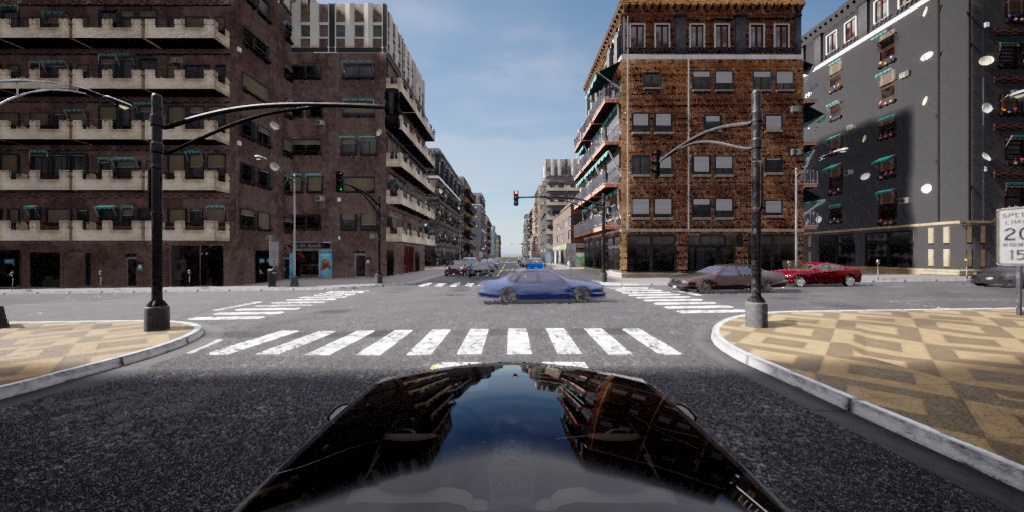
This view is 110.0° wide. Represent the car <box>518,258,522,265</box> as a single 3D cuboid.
[{"bbox_3d":[2.434,1.300,58.227,1.948,1.339,4.313,0,0,0],"label":"car"}]

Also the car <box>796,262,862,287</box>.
[{"bbox_3d":[17.555,1.033,20.814,4.507,1.381,1.888,0,0,0],"label":"car"}]

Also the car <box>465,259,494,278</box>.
[{"bbox_3d":[-2.921,1.248,33.172,1.837,1.490,4.892,0,0,0],"label":"car"}]

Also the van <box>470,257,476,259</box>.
[{"bbox_3d":[-5.517,1.079,47.046,1.690,1.789,3.998,0,0,0],"label":"van"}]

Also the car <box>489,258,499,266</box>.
[{"bbox_3d":[-2.951,1.287,43.073,2.033,1.411,5.357,0,0,-1],"label":"car"}]

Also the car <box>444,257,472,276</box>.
[{"bbox_3d":[-5.525,1.182,35.882,1.967,1.591,4.097,0,0,0],"label":"car"}]

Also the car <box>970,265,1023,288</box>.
[{"bbox_3d":[26.461,0.929,18.372,4.181,1.385,1.994,-1,0,0],"label":"car"}]

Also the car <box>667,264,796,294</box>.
[{"bbox_3d":[10.872,1.128,18.227,5.357,1.411,2.033,-1,0,-3],"label":"car"}]

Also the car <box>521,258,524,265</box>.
[{"bbox_3d":[2.552,1.283,47.065,1.888,1.381,4.507,0,0,0],"label":"car"}]

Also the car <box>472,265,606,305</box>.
[{"bbox_3d":[1.192,1.262,15.454,5.357,1.411,2.033,-1,0,0],"label":"car"}]

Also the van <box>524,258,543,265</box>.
[{"bbox_3d":[2.602,1.081,40.861,1.690,1.789,3.998,0,0,0],"label":"van"}]
